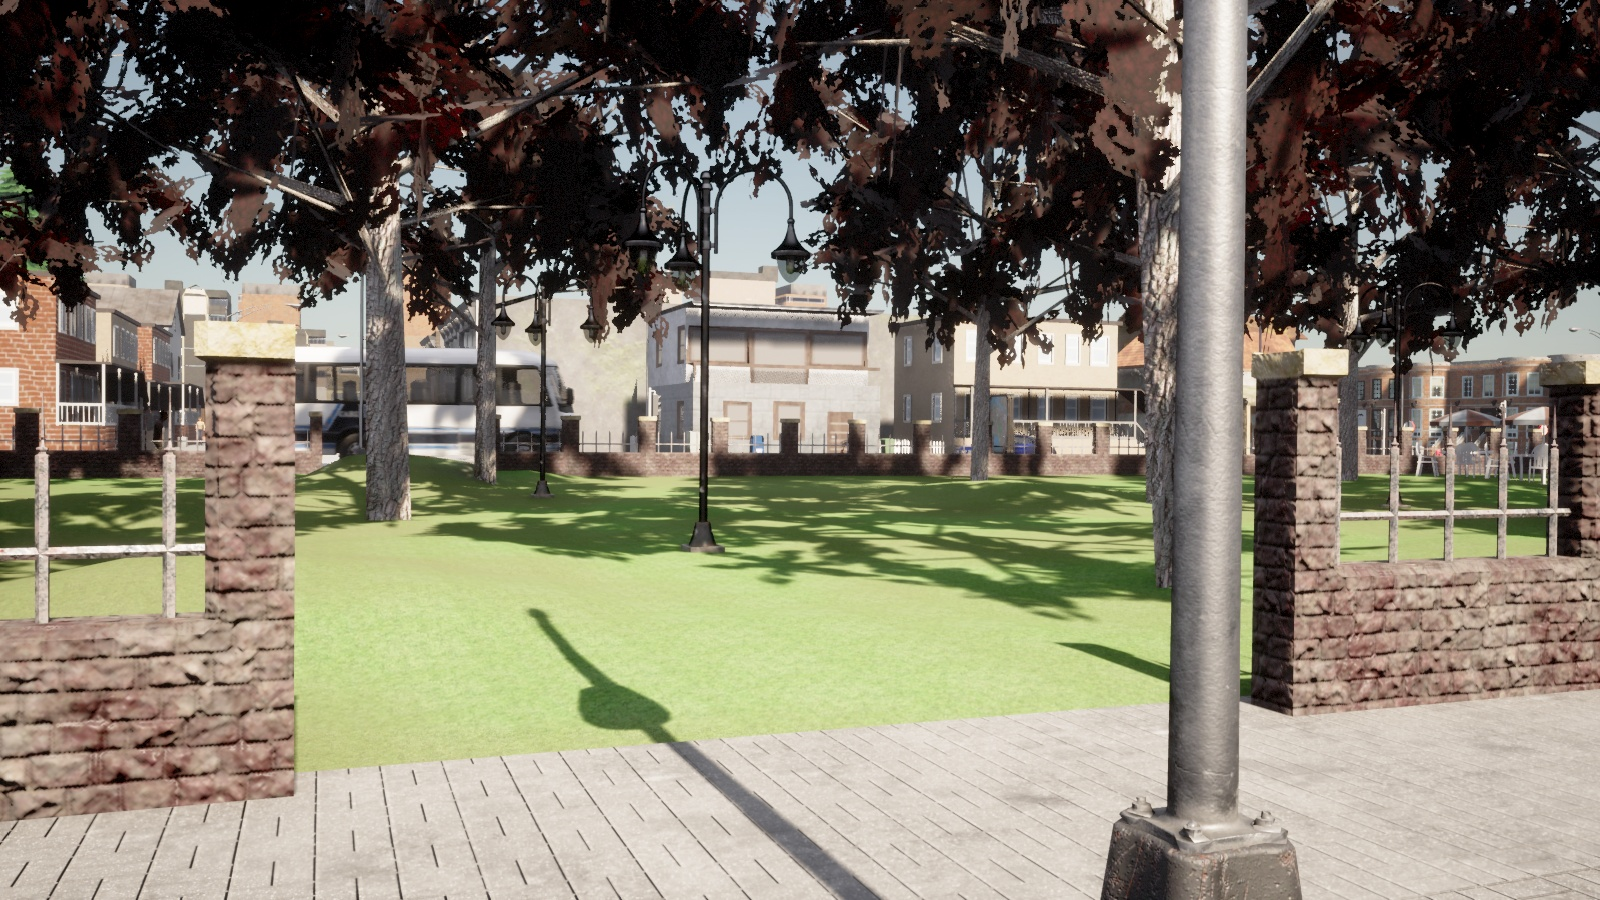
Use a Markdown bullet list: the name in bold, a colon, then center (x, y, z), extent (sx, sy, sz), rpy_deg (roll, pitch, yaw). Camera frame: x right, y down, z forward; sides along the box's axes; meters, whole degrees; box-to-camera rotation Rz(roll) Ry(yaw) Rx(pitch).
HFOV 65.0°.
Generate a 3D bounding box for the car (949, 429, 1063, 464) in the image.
- **car**: center (9.145, -0.181, 55.699), extent (4.674, 1.442, 1.812), rpy_deg (-1, 1, -21)

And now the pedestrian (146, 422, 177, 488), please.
- **pedestrian**: center (-17.985, 0.126, 35.386), extent (0.703, 1.840, 0.431), rpy_deg (-1, 1, -21)

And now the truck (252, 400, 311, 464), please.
- **truck**: center (-29.659, -1.036, 72.075), extent (2.891, 3.462, 7.936), rpy_deg (-1, 1, -21)

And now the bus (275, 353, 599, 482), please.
- **bus**: center (-12.493, -1.163, 44.254), extent (10.273, 4.253, 3.944), rpy_deg (-1, 2, -3)
